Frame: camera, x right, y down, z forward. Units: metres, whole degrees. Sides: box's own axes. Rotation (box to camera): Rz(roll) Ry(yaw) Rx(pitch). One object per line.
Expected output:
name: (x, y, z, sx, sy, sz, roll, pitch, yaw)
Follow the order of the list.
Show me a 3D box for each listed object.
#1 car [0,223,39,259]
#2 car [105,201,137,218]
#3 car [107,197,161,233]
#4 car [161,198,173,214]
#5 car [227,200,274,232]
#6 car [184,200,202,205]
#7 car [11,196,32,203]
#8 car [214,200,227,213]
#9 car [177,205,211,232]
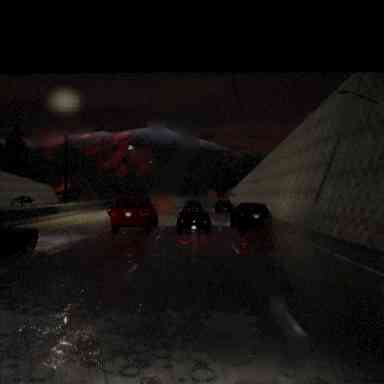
car: (-6.895, 1.642, 10.868, 1.895, 1.301, 4.718, 0, 0, 0)
car: (-6.880, 1.672, 32.732, 2.033, 1.411, 5.357, 0, 0, 0)
car: (-3.388, 1.300, 20.366, 2.150, 2.045, 5.566, 0, 0, 0)
car: (-3.376, 1.498, 38.257, 2.097, 1.767, 4.553, 0, 0, 0)
car: (3.612, 1.432, 20.763, 2.097, 1.767, 4.553, 0, 0, 0)
car: (0.124, 1.653, 38.613, 1.837, 1.490, 4.892, 0, 0, 0)
car: (-27.964, 1.363, 55.044, 1.837, 1.490, 4.892, 0, 0, 0)
car: (3.625, 1.639, 38.527, 2.128, 1.511, 4.902, 0, 0, 0)
car: (0.112, 1.680, 20.630, 1.895, 1.301, 4.718, 0, 0, 0)
